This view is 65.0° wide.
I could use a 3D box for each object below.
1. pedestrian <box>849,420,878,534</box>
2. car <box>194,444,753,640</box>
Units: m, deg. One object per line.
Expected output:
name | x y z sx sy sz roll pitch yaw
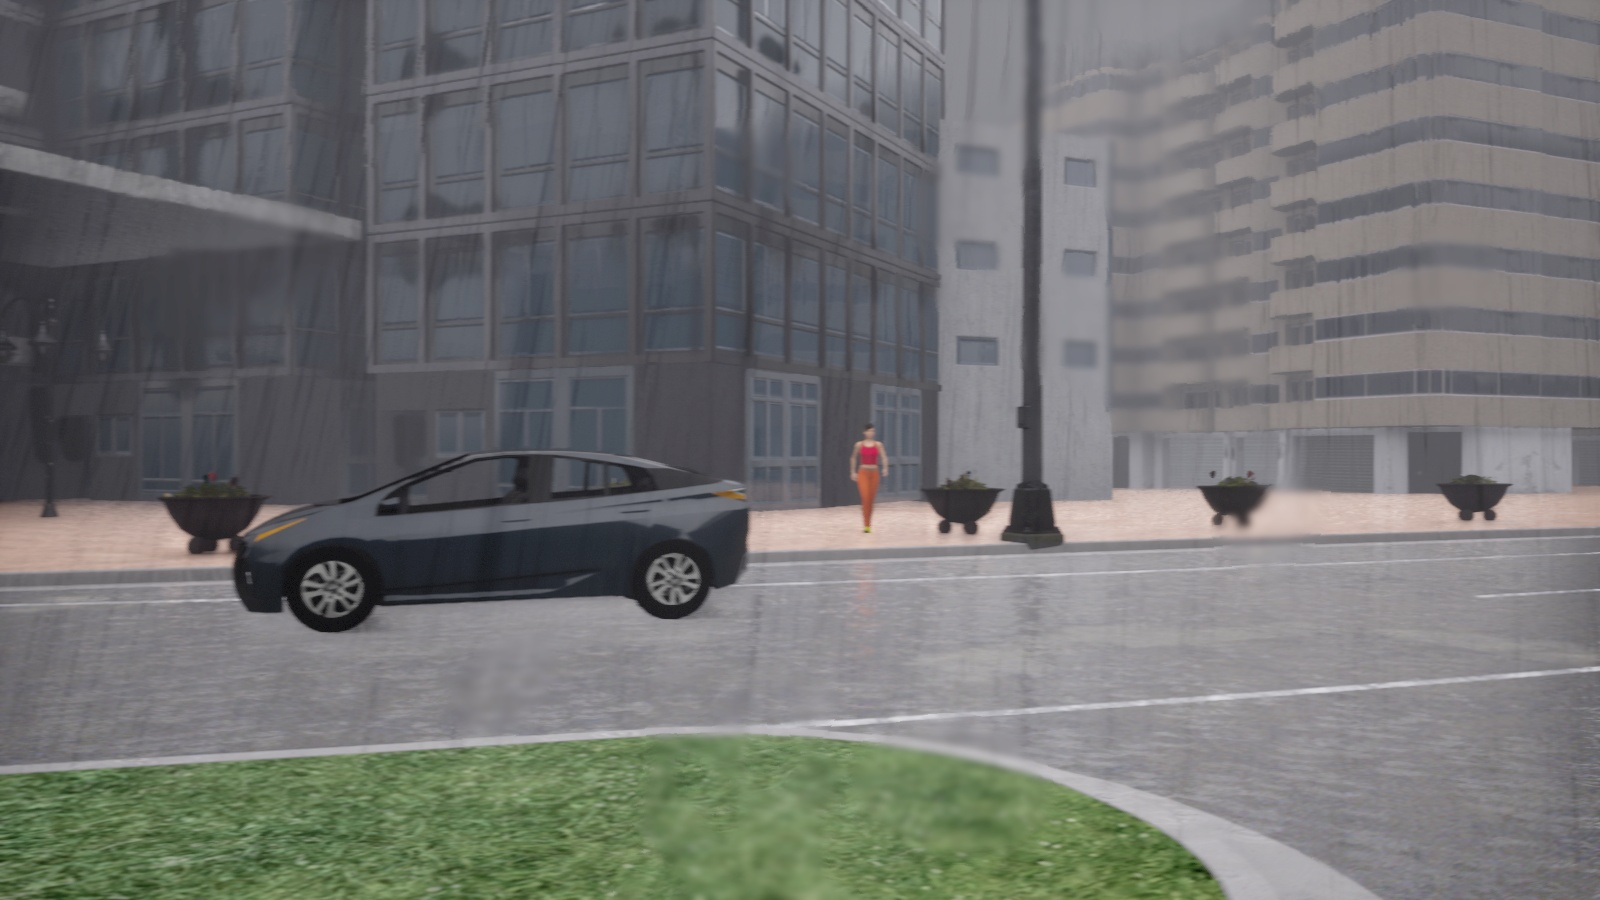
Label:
pedestrian | 1.040 0.441 20.597 0.345 1.836 0.594 0 0 -9
car | -2.870 0.717 11.430 4.514 1.525 2.007 0 0 -17
